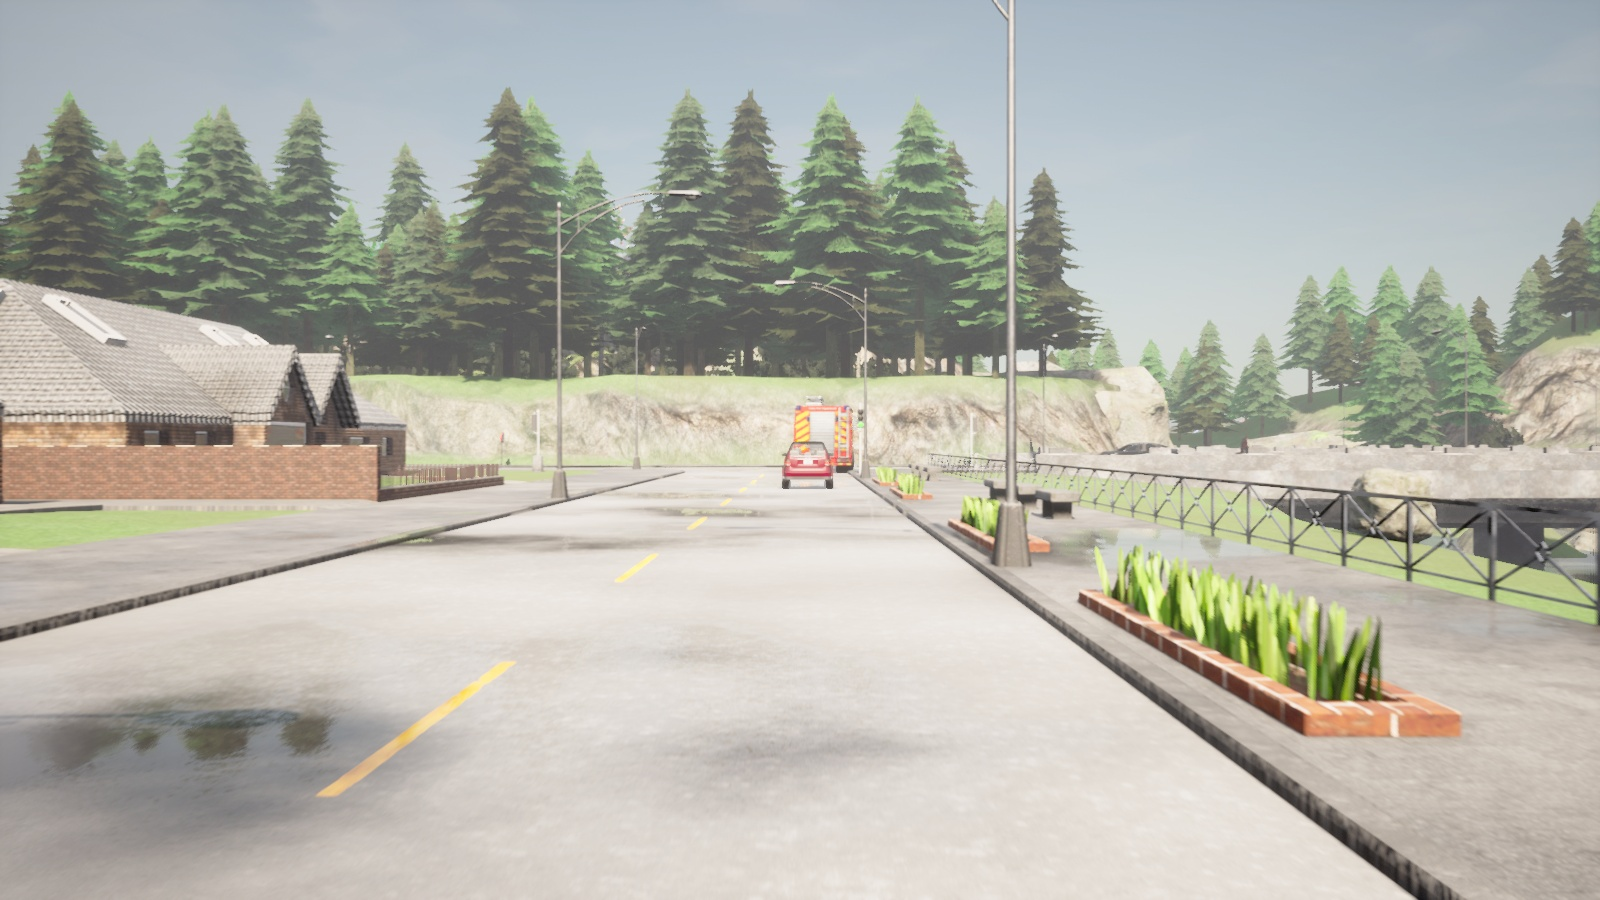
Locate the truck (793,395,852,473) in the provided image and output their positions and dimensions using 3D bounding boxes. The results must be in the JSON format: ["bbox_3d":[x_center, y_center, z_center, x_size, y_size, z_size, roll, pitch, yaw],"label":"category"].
[{"bbox_3d":[1.286,-0.790,66.137,2.891,3.827,8.468,0,0,2],"label":"truck"}]

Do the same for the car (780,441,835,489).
[{"bbox_3d":[0.259,0.486,42.379,1.789,1.549,3.705,0,0,0],"label":"car"}]

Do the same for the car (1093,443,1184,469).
[{"bbox_3d":[19.990,0.348,74.373,4.892,1.490,1.837,0,0,0],"label":"car"}]
